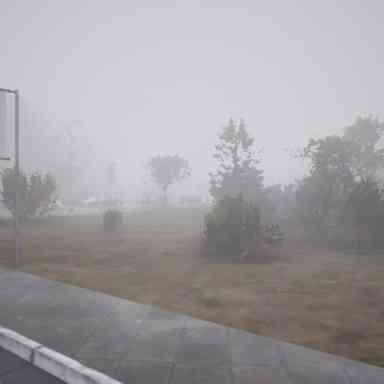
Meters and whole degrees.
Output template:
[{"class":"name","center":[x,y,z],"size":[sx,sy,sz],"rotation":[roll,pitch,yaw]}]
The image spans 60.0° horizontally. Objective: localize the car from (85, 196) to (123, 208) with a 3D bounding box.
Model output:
[{"class":"car","center":[-12.155,1.423,47.305],"size":[1.882,1.535,5.008],"rotation":[0,1,39]}]

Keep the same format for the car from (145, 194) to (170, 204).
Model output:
[{"class":"car","center":[-5.825,1.175,55.250],"size":[2.097,1.767,4.553],"rotation":[0,1,39]}]

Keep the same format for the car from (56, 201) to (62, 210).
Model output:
[{"class":"car","center":[-17.990,1.520,39.975],"size":[1.812,1.442,4.674],"rotation":[0,0,39]}]

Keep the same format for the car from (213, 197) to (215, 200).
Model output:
[{"class":"car","center":[5.749,1.136,65.206],"size":[1.895,1.301,4.718],"rotation":[0,1,32]}]

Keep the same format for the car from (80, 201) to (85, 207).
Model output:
[{"class":"car","center":[-14.480,1.465,50.012],"size":[1.812,1.442,4.674],"rotation":[0,0,39]}]

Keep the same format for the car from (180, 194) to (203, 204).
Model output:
[{"class":"car","center":[-0.035,1.094,56.831],"size":[2.097,1.767,4.553],"rotation":[0,1,37]}]

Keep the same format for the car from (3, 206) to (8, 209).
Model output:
[{"class":"car","center":[-20.770,1.542,42.105],"size":[2.033,1.411,5.357],"rotation":[0,0,39]}]
